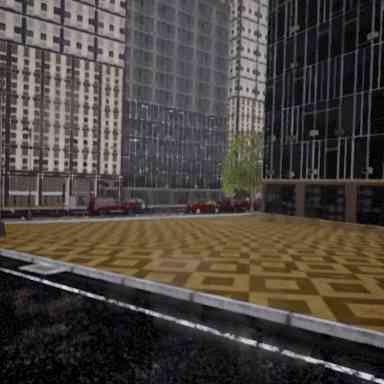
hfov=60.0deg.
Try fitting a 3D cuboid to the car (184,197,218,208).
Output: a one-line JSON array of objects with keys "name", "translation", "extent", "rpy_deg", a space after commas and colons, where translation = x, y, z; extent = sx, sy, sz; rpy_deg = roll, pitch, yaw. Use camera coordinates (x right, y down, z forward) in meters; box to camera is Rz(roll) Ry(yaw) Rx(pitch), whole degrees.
[{"name": "car", "translation": [1.400, 1.568, 49.555], "extent": [4.829, 1.417, 1.752], "rpy_deg": [1, 2, -34]}]

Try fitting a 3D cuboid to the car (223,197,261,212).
[{"name": "car", "translation": [5.999, 1.624, 43.150], "extent": [5.009, 1.841, 2.192], "rpy_deg": [1, 2, -34]}]

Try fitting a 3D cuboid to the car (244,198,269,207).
[{"name": "car", "translation": [10.889, 1.748, 56.065], "extent": [4.206, 1.307, 1.802], "rpy_deg": [1, 2, -34]}]

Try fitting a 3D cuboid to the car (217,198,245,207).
[{"name": "car", "translation": [6.215, 1.671, 52.859], "extent": [4.313, 1.339, 1.947], "rpy_deg": [1, 2, -34]}]

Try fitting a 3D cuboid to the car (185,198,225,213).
[{"name": "car", "translation": [1.317, 1.793, 39.949], "extent": [4.507, 1.381, 1.887], "rpy_deg": [1, 2, -34]}]

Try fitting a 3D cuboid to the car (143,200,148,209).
[{"name": "car", "translation": [-7.810, 1.473, 43.240], "extent": [4.403, 1.369, 2.008], "rpy_deg": [1, 2, -34]}]

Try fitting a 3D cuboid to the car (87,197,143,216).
[{"name": "car", "translation": [-8.025, 1.441, 33.531], "extent": [5.009, 1.841, 2.192], "rpy_deg": [1, 2, -34]}]
